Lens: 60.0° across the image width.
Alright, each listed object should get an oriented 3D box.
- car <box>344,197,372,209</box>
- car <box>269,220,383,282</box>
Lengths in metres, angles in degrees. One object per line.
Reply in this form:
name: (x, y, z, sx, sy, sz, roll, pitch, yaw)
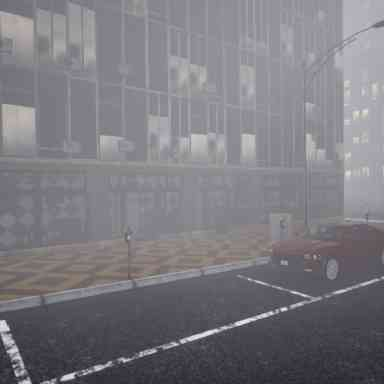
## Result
car: (18.691, 1.275, 39.598, 1.752, 1.417, 4.829, -1, 1, -35)
car: (4.154, 1.542, 9.716, 4.507, 1.381, 1.887, 0, -1, -36)
